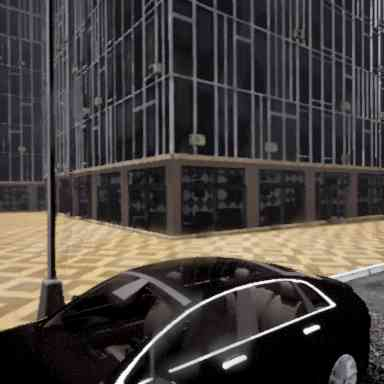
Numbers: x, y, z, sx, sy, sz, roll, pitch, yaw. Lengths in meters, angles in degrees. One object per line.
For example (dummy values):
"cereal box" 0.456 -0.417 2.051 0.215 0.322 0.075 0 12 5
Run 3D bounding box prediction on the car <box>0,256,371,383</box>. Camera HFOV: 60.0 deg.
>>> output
"car" -0.130 1.510 3.279 4.892 1.490 1.837 0 0 -35
